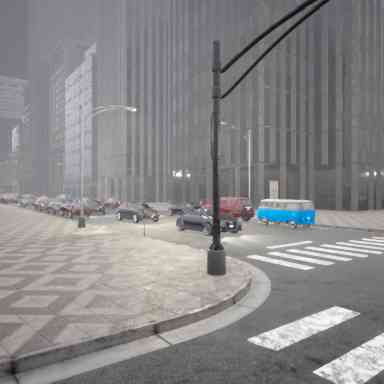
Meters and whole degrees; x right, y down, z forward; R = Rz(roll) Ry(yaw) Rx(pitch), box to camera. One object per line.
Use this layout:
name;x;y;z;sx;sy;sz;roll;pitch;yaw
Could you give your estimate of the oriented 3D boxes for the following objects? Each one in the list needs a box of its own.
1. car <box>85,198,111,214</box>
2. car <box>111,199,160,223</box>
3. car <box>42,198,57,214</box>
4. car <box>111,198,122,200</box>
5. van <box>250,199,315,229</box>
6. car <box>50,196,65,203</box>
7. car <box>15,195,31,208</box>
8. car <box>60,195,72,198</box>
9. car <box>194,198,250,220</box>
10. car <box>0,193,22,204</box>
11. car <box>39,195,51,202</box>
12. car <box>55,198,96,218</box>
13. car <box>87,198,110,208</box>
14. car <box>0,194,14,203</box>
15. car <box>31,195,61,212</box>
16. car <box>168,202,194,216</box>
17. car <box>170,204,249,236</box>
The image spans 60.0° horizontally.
car;-10.436;1.533;34.428;1.837;1.490;4.892;0;0;-36
car;-4.307;1.539;26.028;1.837;1.490;4.892;0;0;-36
car;-14.132;1.607;35.119;1.802;1.307;4.206;0;0;-36
car;-10.562;1.466;44.683;1.967;1.590;4.097;0;0;-36
van;6.078;1.381;21.915;1.690;1.788;3.998;0;0;-36
car;-27.302;1.514;67.591;1.752;1.417;4.829;0;0;-36
car;-24.115;1.564;48.778;2.008;1.369;4.403;0;0;-36
car;-18.323;1.545;45.345;1.812;1.442;4.674;0;0;-36
car;2.749;1.354;26.469;2.192;1.841;5.009;0;0;-36
car;-34.097;1.301;62.439;2.192;1.841;5.009;0;0;-36
car;-33.972;1.485;76.728;1.752;1.417;4.829;1;0;-35
car;-10.805;1.573;30.566;1.887;1.381;4.507;0;0;-36
car;-13.891;1.604;49.237;1.802;1.307;4.206;0;0;-36
car;-37.425;1.288;66.992;2.192;1.841;5.009;0;0;-36
car;-17.460;1.462;39.673;1.967;1.590;4.097;0;0;-36
car;-0.579;1.601;31.023;1.947;1.339;4.313;0;0;-36
car;0.878;1.601;18.931;1.994;1.385;4.181;0;0;-36
